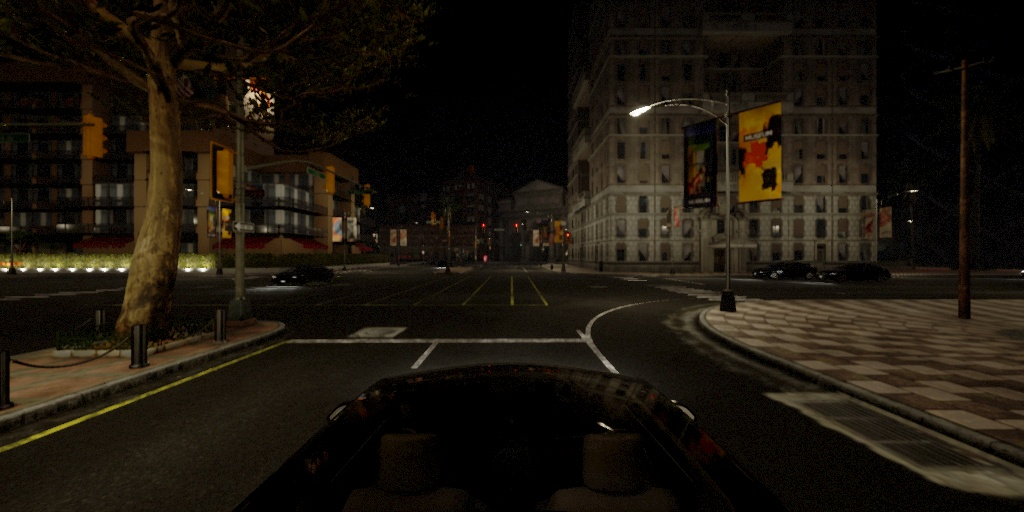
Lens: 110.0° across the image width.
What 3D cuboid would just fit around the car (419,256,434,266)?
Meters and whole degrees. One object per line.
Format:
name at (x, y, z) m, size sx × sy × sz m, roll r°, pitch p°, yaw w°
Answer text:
car at (-14.908, 0.870, 63.614) m, size 2.097 × 1.767 × 4.553 m, roll 0°, pitch 0°, yaw 0°

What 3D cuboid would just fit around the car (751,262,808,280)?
car at (22.775, 1.230, 30.028) m, size 4.892 × 1.490 × 1.837 m, roll -1°, pitch 0°, yaw 0°

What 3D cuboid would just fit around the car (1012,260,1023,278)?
car at (45.725, 1.234, 29.927) m, size 4.892 × 1.490 × 1.837 m, roll 0°, pitch 0°, yaw 1°

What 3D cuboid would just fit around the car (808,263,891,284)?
car at (25.196, 1.256, 26.535) m, size 4.674 × 1.442 × 1.812 m, roll 0°, pitch 0°, yaw 0°

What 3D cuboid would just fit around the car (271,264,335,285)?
car at (-14.965, 1.279, 26.088) m, size 2.033 × 1.411 × 5.357 m, roll 0°, pitch 0°, yaw 0°

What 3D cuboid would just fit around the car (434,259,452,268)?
car at (-11.450, 1.267, 60.950) m, size 1.994 × 1.385 × 4.181 m, roll 0°, pitch 0°, yaw 1°
